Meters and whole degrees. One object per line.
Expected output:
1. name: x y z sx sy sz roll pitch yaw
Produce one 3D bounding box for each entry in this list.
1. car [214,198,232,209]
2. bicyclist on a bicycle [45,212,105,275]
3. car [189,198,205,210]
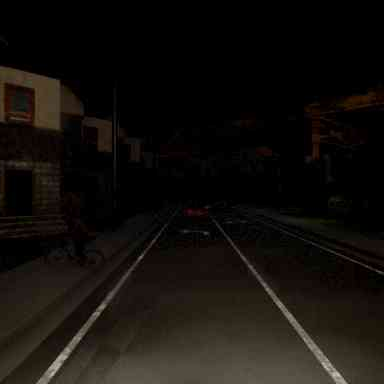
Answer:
1. car: 4.145 1.547 44.434 2.033 1.411 5.357 0 0 11
2. bicyclist on a bicycle: -3.112 1.392 9.004 1.656 1.620 0.582 6 0 0
3. car: 0.682 1.491 42.530 2.128 1.511 4.902 0 0 5
